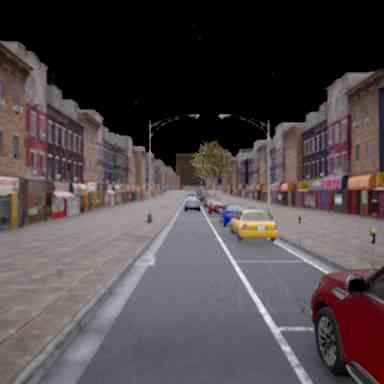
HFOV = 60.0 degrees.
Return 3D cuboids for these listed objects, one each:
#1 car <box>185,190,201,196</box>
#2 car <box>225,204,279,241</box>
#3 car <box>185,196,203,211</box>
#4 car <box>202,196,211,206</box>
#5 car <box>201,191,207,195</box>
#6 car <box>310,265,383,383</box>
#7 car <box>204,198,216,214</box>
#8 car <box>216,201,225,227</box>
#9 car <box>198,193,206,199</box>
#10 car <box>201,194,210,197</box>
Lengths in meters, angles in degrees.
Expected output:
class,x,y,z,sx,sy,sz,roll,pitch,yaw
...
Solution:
class,x,y,z,sx,sy,sz,roll,pitch,yaw
car,0.005,1.166,58.003,2.150,2.045,5.566,0,1,0
car,3.024,1.556,17.086,1.801,1.575,5.366,0,0,0
car,0.068,1.639,42.423,1.994,1.385,4.181,0,0,0
car,2.646,1.628,47.063,1.802,1.307,4.206,1,0,0
car,2.655,1.189,63.739,2.192,1.841,5.009,1,1,0
car,2.640,1.337,2.597,2.192,1.841,5.009,0,0,0
car,2.645,1.646,35.942,1.887,1.381,4.507,1,0,0
car,3.013,1.589,23.894,1.882,1.535,5.008,0,0,0
car,2.651,1.060,85.974,1.947,1.339,4.313,2,1,0
car,2.649,1.525,52.792,1.752,1.417,4.829,1,1,0
